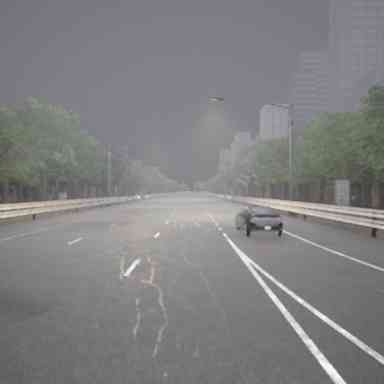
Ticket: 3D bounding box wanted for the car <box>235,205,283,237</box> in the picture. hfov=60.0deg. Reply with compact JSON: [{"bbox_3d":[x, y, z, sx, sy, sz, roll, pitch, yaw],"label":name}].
[{"bbox_3d":[3.517,1.475,18.035,2.128,1.511,4.902,0,0,-1],"label":"car"}]
